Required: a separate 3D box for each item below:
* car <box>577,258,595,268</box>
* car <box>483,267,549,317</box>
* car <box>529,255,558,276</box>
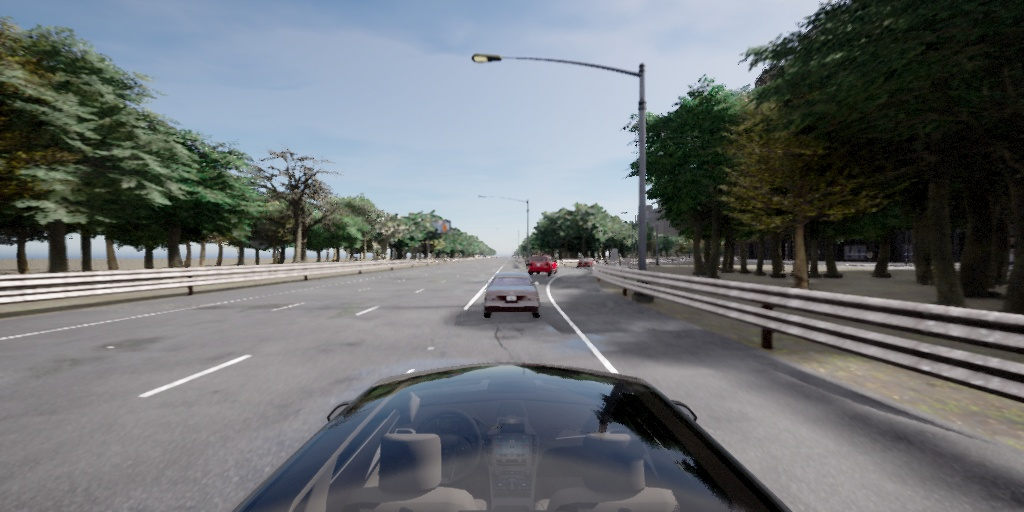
[{"bbox_3d":[11.999,1.033,56.778,2.097,1.767,4.553,0,0,31],"label":"car"},{"bbox_3d":[0.019,1.286,13.062,2.033,1.411,5.357,0,0,1],"label":"car"},{"bbox_3d":[3.244,0.957,36.472,2.150,2.045,5.566,0,0,16],"label":"car"}]
